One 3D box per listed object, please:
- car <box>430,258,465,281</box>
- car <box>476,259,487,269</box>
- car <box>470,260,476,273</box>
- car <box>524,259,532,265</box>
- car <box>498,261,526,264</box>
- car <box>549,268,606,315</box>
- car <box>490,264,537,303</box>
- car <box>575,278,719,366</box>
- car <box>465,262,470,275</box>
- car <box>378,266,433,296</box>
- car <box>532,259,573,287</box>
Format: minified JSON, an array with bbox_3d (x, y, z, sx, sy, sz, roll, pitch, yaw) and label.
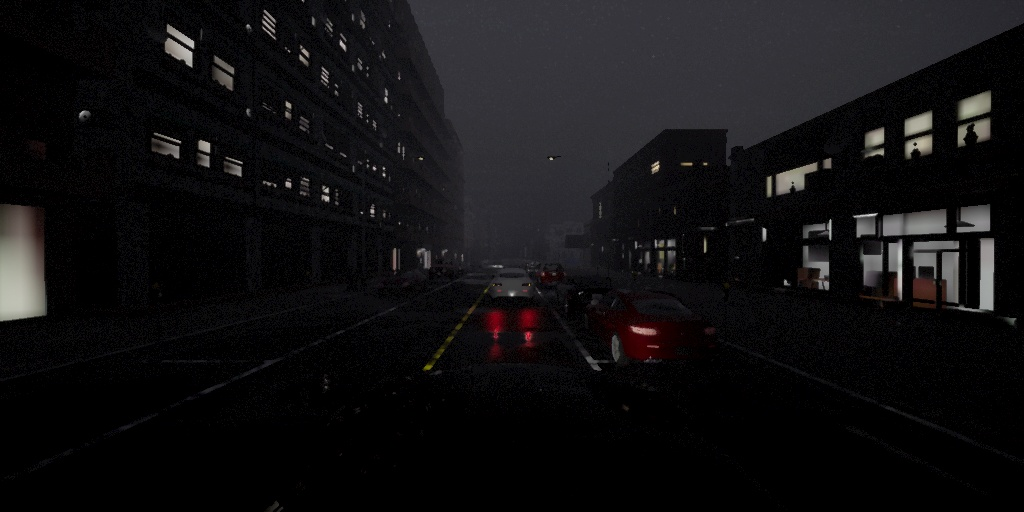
[{"bbox_3d":[-5.691,1.076,30.454,2.192,1.841,5.009,0,0,0],"label":"car"},{"bbox_3d":[-5.691,1.362,58.937,1.948,1.339,4.313,0,0,0],"label":"car"},{"bbox_3d":[-5.690,1.323,41.848,2.007,1.370,4.403,0,0,0],"label":"car"},{"bbox_3d":[2.690,1.323,41.843,2.007,1.370,4.403,0,0,0],"label":"car"},{"bbox_3d":[0.000,1.380,31.531,1.895,1.301,4.718,0,0,0],"label":"car"},{"bbox_3d":[2.690,1.317,13.361,1.948,1.339,4.313,0,0,0],"label":"car"},{"bbox_3d":[0.000,1.287,16.501,1.812,1.442,4.674,0,0,0],"label":"car"},{"bbox_3d":[2.690,1.331,7.664,1.802,1.307,4.207,0,0,0],"label":"car"},{"bbox_3d":[-5.691,1.206,36.151,1.967,1.591,4.097,0,0,0],"label":"car"},{"bbox_3d":[-5.691,1.336,19.060,1.802,1.307,4.207,0,0,0],"label":"car"},{"bbox_3d":[2.690,1.197,24.753,1.967,1.591,4.097,0,0,0],"label":"car"}]
